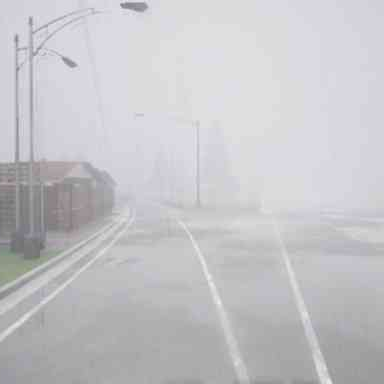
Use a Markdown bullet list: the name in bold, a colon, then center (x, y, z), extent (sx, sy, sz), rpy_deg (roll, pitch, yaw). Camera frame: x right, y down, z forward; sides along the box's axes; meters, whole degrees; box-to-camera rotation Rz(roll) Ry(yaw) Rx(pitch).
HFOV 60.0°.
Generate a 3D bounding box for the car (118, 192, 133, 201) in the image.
- **car**: center (-14.172, 1.125, 72.431), extent (1.882, 1.535, 5.008), rpy_deg (0, 0, -21)

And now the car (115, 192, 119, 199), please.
- **car**: center (-17.833, 0.805, 81.838), extent (2.097, 1.767, 4.553), rpy_deg (0, 0, -24)
